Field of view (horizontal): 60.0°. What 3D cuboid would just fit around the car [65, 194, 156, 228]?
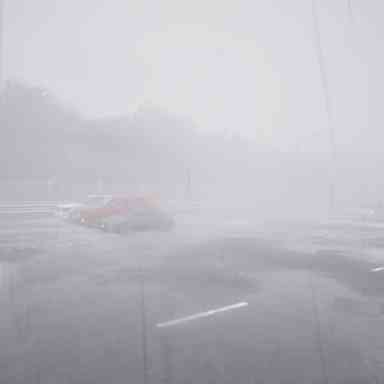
[{"bbox_3d":[-4.780,1.224,21.342,5.566,2.045,2.150,1,0,-37],"label":"car"}]

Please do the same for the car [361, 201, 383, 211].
[{"bbox_3d":[27.192,1.996,49.901,4.181,1.385,1.994,3,-1,-37],"label":"car"}]

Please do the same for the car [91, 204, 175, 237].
[{"bbox_3d":[-2.993,1.585,18.319,4.181,1.385,1.994,1,0,-37],"label":"car"}]

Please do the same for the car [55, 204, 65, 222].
[{"bbox_3d":[-6.896,1.201,24.131,5.566,2.045,2.150,1,0,-37],"label":"car"}]
